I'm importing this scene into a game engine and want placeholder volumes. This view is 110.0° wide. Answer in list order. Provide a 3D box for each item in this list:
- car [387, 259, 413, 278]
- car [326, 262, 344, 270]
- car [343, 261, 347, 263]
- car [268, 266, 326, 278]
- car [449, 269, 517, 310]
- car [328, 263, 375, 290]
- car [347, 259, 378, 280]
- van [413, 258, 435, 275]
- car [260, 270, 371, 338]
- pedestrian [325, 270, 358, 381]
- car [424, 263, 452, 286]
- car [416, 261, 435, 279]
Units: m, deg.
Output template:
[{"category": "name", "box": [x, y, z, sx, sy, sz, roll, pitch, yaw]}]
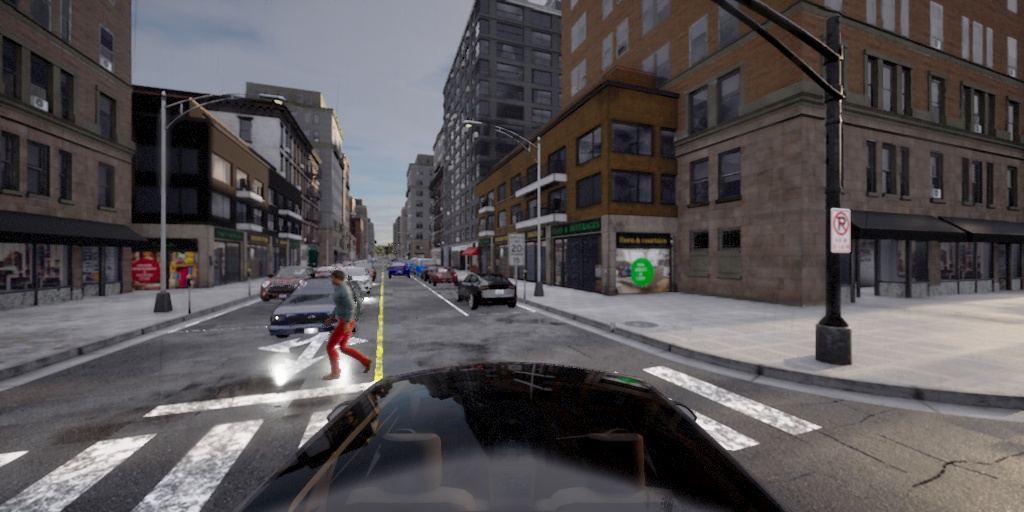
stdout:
[{"category": "car", "box": [-11.144, 1.306, 35.277, 1.882, 1.535, 5.008, 0, 0, -20]}, {"category": "car", "box": [-14.270, 1.394, 27.733, 1.802, 1.307, 4.207, 0, 0, -20]}, {"category": "car", "box": [-16.127, 1.377, 32.921, 2.007, 1.370, 4.403, 0, 0, -20]}, {"category": "car", "box": [-10.556, 1.226, 17.356, 1.967, 1.591, 4.097, 0, 0, -20]}, {"category": "car", "box": [-1.143, 1.341, 14.872, 1.948, 1.339, 4.313, 0, 0, -20]}, {"category": "car", "box": [-8.853, 1.317, 20.131, 1.812, 1.442, 4.674, 0, 0, -20]}, {"category": "car", "box": [-12.231, 1.293, 29.604, 1.882, 1.535, 5.008, 0, 0, -20]}, {"category": "van", "box": [-8.571, 1.168, 35.625, 1.690, 1.789, 3.998, 0, 0, -20]}, {"category": "car", "box": [-5.466, 1.318, 10.665, 2.033, 1.411, 5.357, 0, 0, -20]}, {"category": "pedestrian", "box": [-2.764, 1.053, 5.837, 0.375, 1.860, 0.375, 0, 0, -20]}, {"category": "car", "box": [-4.857, 1.381, 25.250, 1.802, 1.307, 4.207, 0, 0, -20]}, {"category": "car", "box": [-6.714, 1.378, 30.437, 1.948, 1.339, 4.313, 0, 0, -20]}]
